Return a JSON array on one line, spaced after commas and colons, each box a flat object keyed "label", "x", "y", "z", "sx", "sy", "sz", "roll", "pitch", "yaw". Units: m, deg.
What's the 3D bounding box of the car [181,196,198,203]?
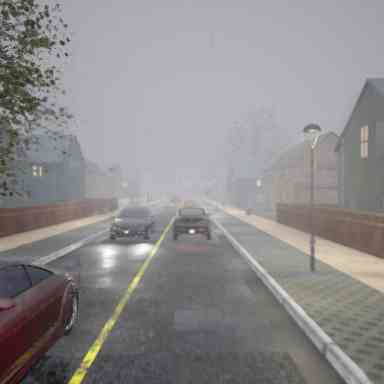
[{"label": "car", "x": -0.241, "y": 1.554, "z": 45.522, "sx": 1.882, "sy": 1.535, "sz": 5.008, "roll": 0, "pitch": 0, "yaw": 0}]

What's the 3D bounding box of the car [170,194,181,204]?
[{"label": "car", "x": -3.266, "y": 1.342, "z": 67.029, "sx": 2.150, "sy": 2.045, "sz": 5.566, "roll": 0, "pitch": 0, "yaw": 0}]

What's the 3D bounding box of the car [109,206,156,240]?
[{"label": "car", "x": -2.960, "y": 1.541, "z": 17.325, "sx": 1.837, "sy": 1.490, "sz": 4.892, "roll": 0, "pitch": 0, "yaw": -1}]

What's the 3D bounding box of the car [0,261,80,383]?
[{"label": "car", "x": -2.865, "y": 1.580, "z": 3.920, "sx": 1.994, "sy": 1.385, "sz": 4.181, "roll": 0, "pitch": 0, "yaw": 0}]

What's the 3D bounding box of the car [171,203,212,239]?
[{"label": "car", "x": -0.022, "y": 1.533, "z": 17.503, "sx": 1.837, "sy": 1.490, "sz": 4.892, "roll": 0, "pitch": 0, "yaw": 0}]
